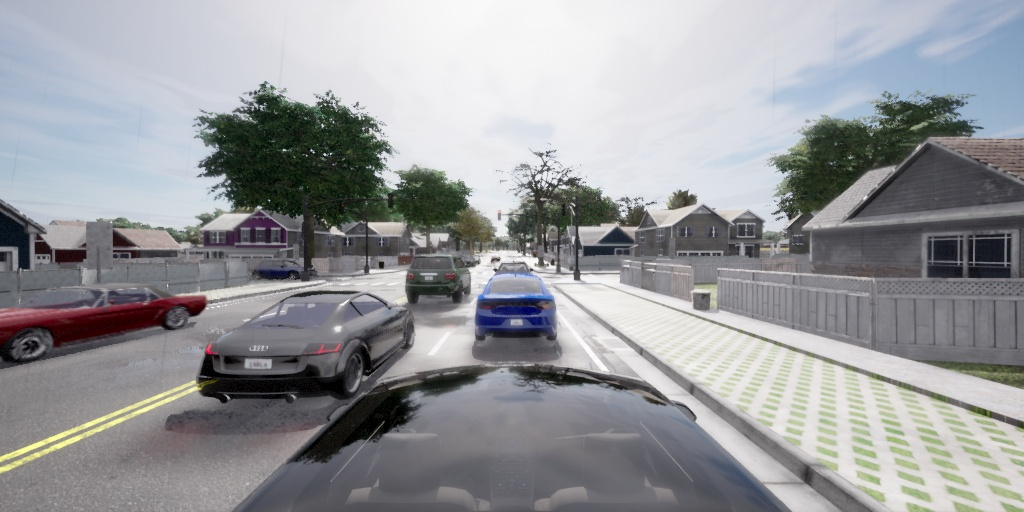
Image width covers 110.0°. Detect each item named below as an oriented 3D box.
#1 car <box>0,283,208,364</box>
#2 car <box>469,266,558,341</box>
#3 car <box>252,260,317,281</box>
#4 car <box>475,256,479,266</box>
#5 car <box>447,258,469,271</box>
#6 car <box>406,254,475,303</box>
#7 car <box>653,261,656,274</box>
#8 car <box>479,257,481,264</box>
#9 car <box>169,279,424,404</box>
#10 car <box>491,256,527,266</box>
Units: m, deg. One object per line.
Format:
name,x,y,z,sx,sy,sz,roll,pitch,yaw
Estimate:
car,-9.823,1.341,8.220,1.895,1.301,4.718,0,0,0
car,0.088,1.212,9.887,1.882,1.535,5.008,0,0,0
car,-18.191,1.112,28.853,4.553,1.767,2.097,0,1,5
car,-6.661,0.711,54.238,2.097,1.767,4.553,0,1,0
car,-6.664,1.008,44.800,2.033,1.411,5.357,0,1,0
car,-3.173,0.926,16.351,2.150,2.045,5.566,0,0,0
car,12.675,1.092,32.532,4.718,1.301,1.895,0,1,1
car,-6.653,0.723,64.518,2.033,1.411,5.357,0,1,0
car,-3.157,1.308,6.470,1.994,1.385,4.181,0,0,0
car,0.074,1.040,18.842,2.097,1.767,4.553,0,0,0
